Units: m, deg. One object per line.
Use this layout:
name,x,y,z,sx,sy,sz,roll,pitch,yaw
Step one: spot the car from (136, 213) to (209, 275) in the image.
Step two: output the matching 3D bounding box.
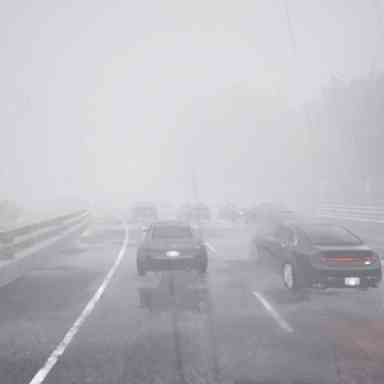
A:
car,-0.698,1.578,10.646,1.994,1.385,4.181,0,0,-6

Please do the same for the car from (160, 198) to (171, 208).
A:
car,-4.329,1.615,48.017,1.994,1.385,4.181,0,0,-26

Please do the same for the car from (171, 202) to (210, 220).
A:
car,0.039,1.523,26.258,2.128,1.511,4.902,0,0,-13

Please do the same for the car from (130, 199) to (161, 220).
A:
car,-4.210,1.504,28.514,1.882,1.535,5.008,0,0,-16

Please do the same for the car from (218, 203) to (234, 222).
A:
car,3.515,1.563,26.689,1.812,1.442,4.674,0,0,-13

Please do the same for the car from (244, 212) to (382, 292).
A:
car,2.984,1.523,9.023,1.837,1.490,4.892,0,0,-5

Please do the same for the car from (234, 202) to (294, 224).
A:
car,4.909,1.527,21.917,2.128,1.511,4.902,0,0,-16

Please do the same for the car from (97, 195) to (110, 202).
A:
car,-20.028,1.405,75.038,2.097,1.767,4.553,0,0,-29
